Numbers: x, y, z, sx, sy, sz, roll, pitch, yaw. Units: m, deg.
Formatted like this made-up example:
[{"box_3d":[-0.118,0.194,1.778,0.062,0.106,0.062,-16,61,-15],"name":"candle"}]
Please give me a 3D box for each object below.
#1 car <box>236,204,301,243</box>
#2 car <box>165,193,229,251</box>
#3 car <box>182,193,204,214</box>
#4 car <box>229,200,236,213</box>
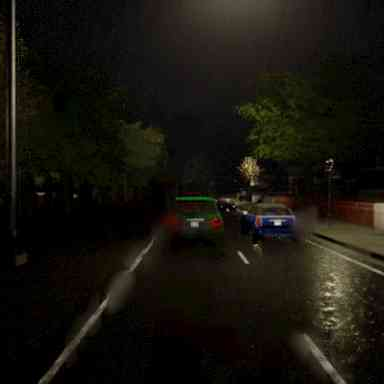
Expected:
[{"box_3d":[3.600,1.335,16.050,2.097,1.767,4.553,0,0,0],"name":"car"},{"box_3d":[0.099,1.211,14.156,2.150,2.045,5.566,0,0,0],"name":"car"},{"box_3d":[0.102,1.121,36.122,2.150,2.045,5.566,0,0,0],"name":"car"},{"box_3d":[3.609,1.502,35.754,1.895,1.301,4.718,0,0,0],"name":"car"}]
